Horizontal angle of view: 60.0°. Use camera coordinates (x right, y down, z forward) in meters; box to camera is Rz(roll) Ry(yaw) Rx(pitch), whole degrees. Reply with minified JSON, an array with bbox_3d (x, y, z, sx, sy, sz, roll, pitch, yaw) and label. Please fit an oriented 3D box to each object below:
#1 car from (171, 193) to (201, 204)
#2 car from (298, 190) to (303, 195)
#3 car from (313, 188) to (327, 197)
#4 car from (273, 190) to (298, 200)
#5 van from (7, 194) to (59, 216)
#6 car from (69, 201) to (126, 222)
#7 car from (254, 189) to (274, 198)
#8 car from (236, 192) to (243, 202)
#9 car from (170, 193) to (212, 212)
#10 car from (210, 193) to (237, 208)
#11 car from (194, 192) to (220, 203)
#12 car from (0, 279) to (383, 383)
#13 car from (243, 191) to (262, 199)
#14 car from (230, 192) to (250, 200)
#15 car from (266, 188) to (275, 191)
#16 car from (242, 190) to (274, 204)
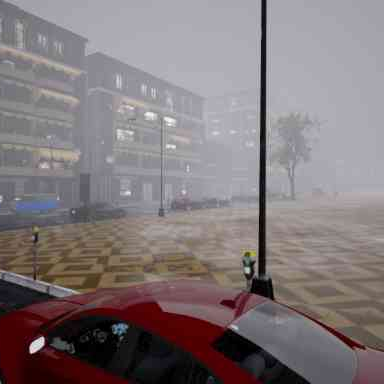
[{"bbox_3d":[-0.791,0.910,46.811,1.947,1.339,4.313,2,2,35],"label":"car"},{"bbox_3d":[27.865,0.114,87.932,1.887,1.381,4.507,2,2,35],"label":"car"},{"bbox_3d":[29.099,0.008,75.579,2.150,2.045,5.566,1,1,35],"label":"car"},{"bbox_3d":[15.734,0.675,55.866,1.752,1.417,4.829,2,2,35],"label":"car"},{"bbox_3d":[-13.524,1.035,28.530,1.690,1.788,3.998,2,2,35],"label":"van"},{"bbox_3d":[-6.651,1.329,23.745,1.947,1.339,4.313,2,2,35],"label":"car"},{"bbox_3d":[15.132,0.227,69.650,2.192,1.841,5.009,2,2,35],"label":"car"},{"bbox_3d":[7.360,0.788,48.472,2.128,1.511,4.902,1,1,34],"label":"car"},{"bbox_3d":[-0.284,1.132,32.881,1.887,1.381,4.507,2,2,35],"label":"car"},{"bbox_3d":[2.900,1.050,37.451,2.008,1.369,4.403,2,2,35],"label":"car"},{"bbox_3d":[2.393,0.808,51.380,2.008,1.369,4.403,2,2,35],"label":"car"},{"bbox_3d":[-0.310,1.544,3.090,4.507,1.381,1.887,0,0,36],"label":"car"},{"bbox_3d":[11.848,0.525,64.947,1.752,1.417,4.829,2,2,35],"label":"car"},{"bbox_3d":[8.761,0.649,60.519,1.947,1.339,4.313,2,2,35],"label":"car"},{"bbox_3d":[13.242,0.357,57.011,2.150,2.045,5.566,1,1,35],"label":"car"},{"bbox_3d":[9.268,0.876,46.589,2.008,1.369,4.403,2,2,35],"label":"car"}]
